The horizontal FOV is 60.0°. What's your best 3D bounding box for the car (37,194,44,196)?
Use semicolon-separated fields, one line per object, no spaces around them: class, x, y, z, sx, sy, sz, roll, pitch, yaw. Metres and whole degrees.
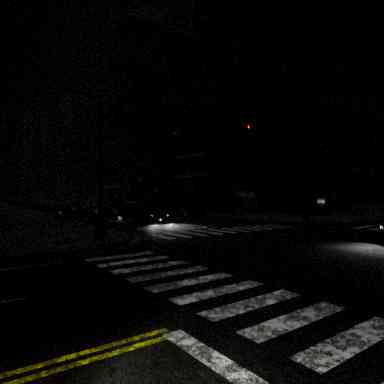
car;-35.851;1.488;79.718;1.967;1.590;4.097;0;0;-35

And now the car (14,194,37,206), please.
car;-26.405;1.430;52.617;1.967;1.590;4.097;0;0;-35

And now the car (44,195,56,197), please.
car;-29.458;1.478;70.739;1.967;1.590;4.097;0;0;-35

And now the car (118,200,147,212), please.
car;-7.083;1.594;39.317;1.802;1.307;4.206;0;0;-35

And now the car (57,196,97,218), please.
car;-10.422;1.421;30.173;1.967;1.590;4.097;0;0;-35

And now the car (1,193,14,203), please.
car;-39.192;1.556;70.573;1.887;1.381;4.507;0;0;-35

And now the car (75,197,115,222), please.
car;-7.226;1.423;25.684;1.967;1.590;4.097;0;0;-35

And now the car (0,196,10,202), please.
car;-42.389;1.598;75.063;1.802;1.307;4.206;0;0;-35

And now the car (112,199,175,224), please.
car;-3.788;1.541;25.200;2.033;1.411;5.357;0;0;-37

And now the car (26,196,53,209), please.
car;-20.012;1.534;43.639;2.008;1.369;4.403;0;0;-35

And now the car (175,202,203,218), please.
car;-0.689;1.581;30.338;1.947;1.339;4.313;0;0;-35

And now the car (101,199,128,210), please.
car;-10.279;1.579;43.806;1.947;1.339;4.313;0;0;-35

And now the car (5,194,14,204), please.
car;-32.799;1.551;61.595;2.008;1.369;4.403;0;0;-35

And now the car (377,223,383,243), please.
car;10.304;1.537;15.123;4.674;1.442;1.812;0;0;-36

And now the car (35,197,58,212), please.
car;-16.816;1.563;39.150;1.802;1.307;4.206;0;0;-35
